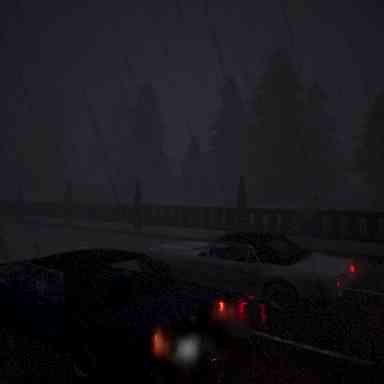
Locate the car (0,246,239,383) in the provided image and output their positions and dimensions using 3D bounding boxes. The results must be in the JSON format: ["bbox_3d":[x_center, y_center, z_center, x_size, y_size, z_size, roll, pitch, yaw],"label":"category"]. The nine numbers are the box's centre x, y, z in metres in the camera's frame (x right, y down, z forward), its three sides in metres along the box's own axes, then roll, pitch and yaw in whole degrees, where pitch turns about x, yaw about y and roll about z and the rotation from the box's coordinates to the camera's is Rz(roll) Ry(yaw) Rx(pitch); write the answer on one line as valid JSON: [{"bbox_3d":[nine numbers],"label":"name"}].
[{"bbox_3d":[-1.843,1.600,5.306,4.718,1.301,1.895,0,0,35],"label":"car"}]

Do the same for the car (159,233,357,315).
[{"bbox_3d":[1.011,1.600,7.570,4.718,1.301,1.895,0,0,36],"label":"car"}]
